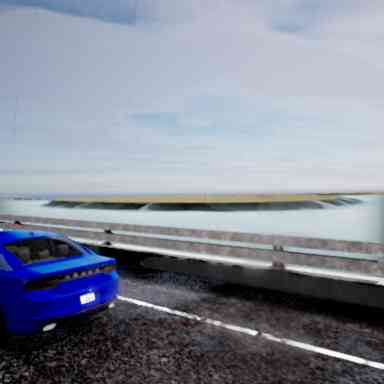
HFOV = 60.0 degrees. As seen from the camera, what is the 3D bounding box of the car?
[{"bbox_3d":[-3.631,1.500,6.600,5.008,1.535,1.882,0,0,36],"label":"car"}]
